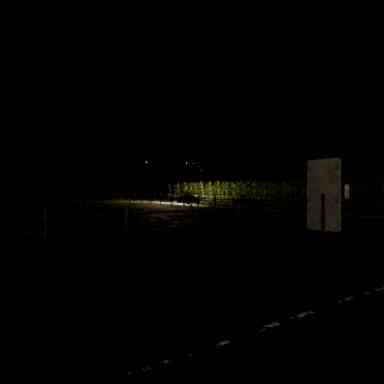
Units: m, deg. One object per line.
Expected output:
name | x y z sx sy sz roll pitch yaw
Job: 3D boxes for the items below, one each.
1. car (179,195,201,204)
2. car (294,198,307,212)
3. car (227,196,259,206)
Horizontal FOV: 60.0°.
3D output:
car | -0.367 1.196 53.768 1.837 1.490 4.892 0 0 -32
car | 12.658 1.360 33.559 2.128 1.511 4.902 0 0 -33
car | 7.360 1.314 48.499 2.033 1.411 5.357 0 0 -33
